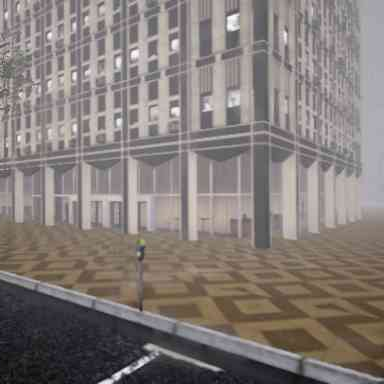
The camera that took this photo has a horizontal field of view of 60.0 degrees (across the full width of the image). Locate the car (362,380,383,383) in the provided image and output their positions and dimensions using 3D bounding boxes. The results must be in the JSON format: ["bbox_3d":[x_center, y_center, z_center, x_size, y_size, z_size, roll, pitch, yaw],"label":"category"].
[{"bbox_3d":[2.601,1.551,1.028,4.403,1.369,2.008,0,-1,35],"label":"car"}]
